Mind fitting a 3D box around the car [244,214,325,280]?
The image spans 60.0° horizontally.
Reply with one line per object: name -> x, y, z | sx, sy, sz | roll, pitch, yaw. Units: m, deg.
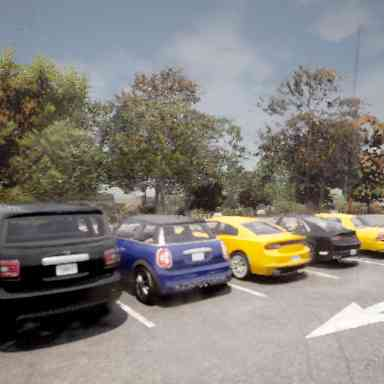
car -> 1.146, 1.496, 10.256 | 2.097, 1.535, 5.008 | 0, 0, -36

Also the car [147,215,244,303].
car -> -1.100, 1.361, 8.623 | 2.185, 1.767, 4.553 | 0, 0, -36

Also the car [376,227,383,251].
car -> 5.545, 1.537, 13.631 | 1.946, 1.575, 5.366 | 1, 0, -36

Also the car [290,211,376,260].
car -> 3.402, 1.515, 11.867 | 2.231, 1.521, 4.892 | 1, 0, -36

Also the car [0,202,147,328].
car -> -3.391, 1.230, 7.062 | 2.435, 2.045, 5.566 | 0, 0, -36
